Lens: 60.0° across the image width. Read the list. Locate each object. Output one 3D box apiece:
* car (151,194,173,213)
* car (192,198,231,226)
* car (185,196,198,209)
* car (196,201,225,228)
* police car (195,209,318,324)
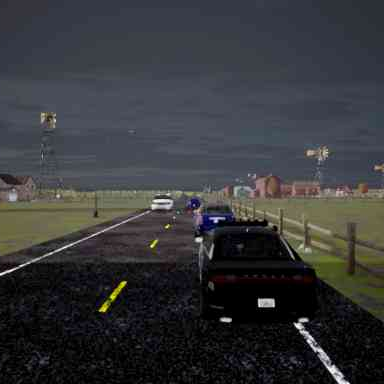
[{"bbox_3d":[-3.349,1.247,38.566,2.150,2.045,5.566,0,0,0],"label":"car"},{"bbox_3d":[1.168,1.354,17.328,2.097,1.767,4.553,0,0,0],"label":"car"},{"bbox_3d":[0.337,1.562,45.321,1.812,1.442,4.674,0,0,1],"label":"car"},{"bbox_3d":[1.208,1.463,23.547,1.801,1.575,5.366,0,0,0],"label":"car"},{"bbox_3d":[1.108,1.425,7.466,1.930,1.638,5.238,0,0,0],"label":"police car"}]
